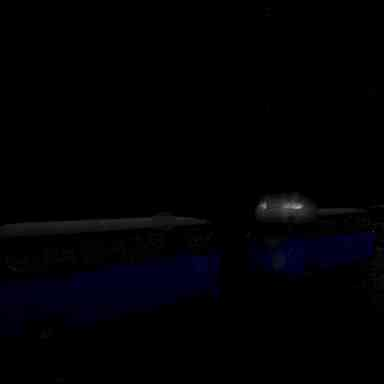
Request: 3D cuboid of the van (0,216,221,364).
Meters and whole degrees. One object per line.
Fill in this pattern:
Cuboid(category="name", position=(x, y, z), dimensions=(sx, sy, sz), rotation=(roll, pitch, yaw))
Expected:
Cuboid(category="van", position=(-1.391, 1.337, 5.548), dimensions=(3.998, 1.788, 1.690), rotation=(0, -1, -35))

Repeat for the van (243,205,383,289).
Cuboid(category="van", position=(3.168, 1.325, 8.777), dimensions=(3.998, 1.788, 1.690), rotation=(0, -1, -35))
